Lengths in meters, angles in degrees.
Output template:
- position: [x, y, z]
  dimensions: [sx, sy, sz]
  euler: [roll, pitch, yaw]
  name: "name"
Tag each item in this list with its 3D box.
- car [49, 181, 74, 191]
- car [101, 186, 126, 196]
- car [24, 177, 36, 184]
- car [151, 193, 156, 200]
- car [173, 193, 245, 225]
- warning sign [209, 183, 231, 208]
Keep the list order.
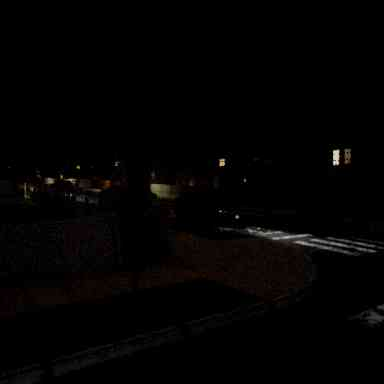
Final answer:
- position: [-17.969, -0.700, 44.707]
  dimensions: [2.128, 1.511, 4.902]
  euler: [0, 2, -35]
  name: "car"
- position: [-6.006, 0.267, 27.804]
  dimensions: [1.882, 1.535, 5.008]
  euler: [0, 3, -36]
  name: "car"
- position: [-39.726, -2.886, 81.576]
  dimensions: [2.097, 1.767, 4.553]
  euler: [-3, 4, -35]
  name: "car"
- position: [-5.373, 0.264, 32.003]
  dimensions: [1.895, 1.301, 4.718]
  euler: [0, 2, -36]
  name: "car"
- position: [0.802, 0.837, 18.257]
  dimensions: [2.128, 1.511, 4.902]
  euler: [0, 2, -35]
  name: "car"
- position: [2.152, 0.252, 25.536]
  dimensions: [1.300, 1.860, 1.060]
  euler: [-3, 2, -35]
  name: "warning sign"
